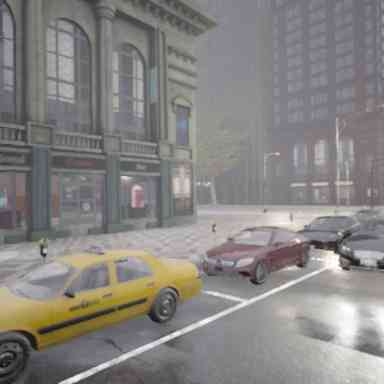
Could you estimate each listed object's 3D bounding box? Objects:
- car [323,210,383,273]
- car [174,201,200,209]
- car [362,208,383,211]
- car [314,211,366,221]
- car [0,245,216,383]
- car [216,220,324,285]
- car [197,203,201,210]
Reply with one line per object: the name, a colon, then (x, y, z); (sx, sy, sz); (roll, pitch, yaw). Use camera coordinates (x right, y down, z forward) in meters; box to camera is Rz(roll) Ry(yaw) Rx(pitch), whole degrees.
car: (6.188, 1.546, 10.376); (2.128, 1.511, 4.902); (-2, -1, 43)
car: (-1.000, 2.477, 64.805); (5.008, 1.535, 1.882); (-1, -1, 43)
car: (9.727, 1.675, 18.147); (1.947, 1.339, 4.313); (-2, -1, 43)
car: (5.906, 1.673, 14.004); (1.947, 1.339, 4.313); (-2, -1, 43)
car: (-1.853, 1.632, 5.592); (1.752, 1.417, 4.829); (-2, -1, 43)
car: (2.085, 1.689, 9.860); (1.802, 1.307, 4.206); (-2, -1, 43)
car: (-0.443, 2.455, 59.775); (4.674, 1.442, 1.812); (-2, -1, 43)
